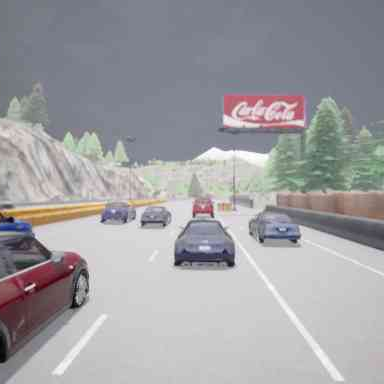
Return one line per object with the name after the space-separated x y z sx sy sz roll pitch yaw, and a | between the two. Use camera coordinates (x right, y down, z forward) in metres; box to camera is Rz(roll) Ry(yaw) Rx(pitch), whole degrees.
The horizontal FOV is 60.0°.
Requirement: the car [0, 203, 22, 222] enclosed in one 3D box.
-16.662 1.719 28.213 1.837 1.490 4.892 0 -1 2 | car

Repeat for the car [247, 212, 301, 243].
4.091 1.732 17.217 2.033 1.411 5.357 0 -1 2 | car

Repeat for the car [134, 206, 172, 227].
-2.651 1.781 25.184 2.033 1.411 5.357 0 -1 2 | car

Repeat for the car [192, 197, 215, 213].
1.152 1.563 34.539 2.150 2.045 5.566 0 0 2 | car

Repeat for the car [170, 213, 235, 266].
0.435 1.683 12.073 1.994 1.385 4.181 0 -1 2 | car

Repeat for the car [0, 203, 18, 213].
-6.640 1.287 9.381 2.150 2.045 5.566 0 0 2 | car

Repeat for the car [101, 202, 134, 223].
-6.060 1.598 28.036 2.097 1.767 4.553 0 -1 2 | car

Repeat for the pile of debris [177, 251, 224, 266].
0.297 2.289 11.498 1.500 0.140 1.860 0 -1 2 | pile of debris

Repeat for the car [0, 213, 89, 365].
-3.234 1.389 5.184 2.097 1.767 4.553 0 -1 1 | car
